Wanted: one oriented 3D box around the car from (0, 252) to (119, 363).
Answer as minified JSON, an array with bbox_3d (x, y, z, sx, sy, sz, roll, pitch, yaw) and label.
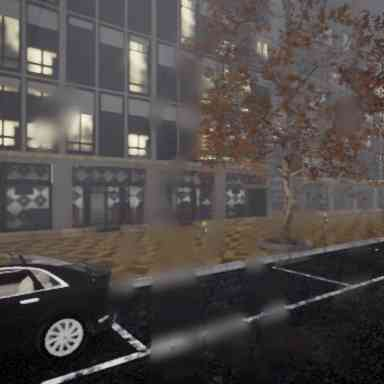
[{"bbox_3d":[-3.157,1.551,4.304,4.403,1.369,2.008,0,0,-36],"label":"car"}]
